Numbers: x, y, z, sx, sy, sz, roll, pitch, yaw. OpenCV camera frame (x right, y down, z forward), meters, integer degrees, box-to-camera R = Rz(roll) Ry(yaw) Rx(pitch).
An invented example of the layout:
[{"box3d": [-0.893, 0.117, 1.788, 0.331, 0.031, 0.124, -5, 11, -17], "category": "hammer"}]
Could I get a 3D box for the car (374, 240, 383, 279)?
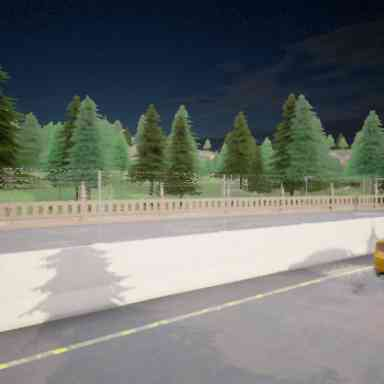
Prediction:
[{"box3d": [6.482, 1.398, 8.128, 5.008, 1.535, 1.882, -1, 0, -33], "category": "car"}]
